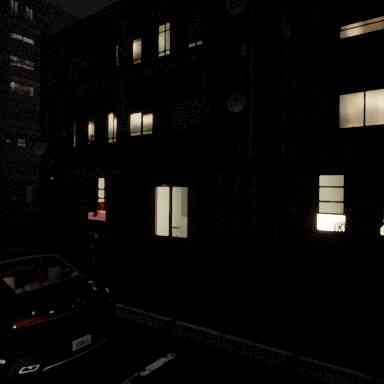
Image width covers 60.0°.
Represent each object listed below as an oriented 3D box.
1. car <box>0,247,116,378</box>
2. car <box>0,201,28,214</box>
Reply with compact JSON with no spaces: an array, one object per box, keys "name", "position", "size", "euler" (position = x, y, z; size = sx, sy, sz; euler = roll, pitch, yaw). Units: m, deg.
[{"name":"car","position":[-3.084,1.549,5.215],"size":[4.403,1.369,2.008],"euler":[0,1,36]},{"name":"car","position":[-20.160,1.690,36.052],"size":[1.994,1.385,4.181],"euler":[1,0,36]}]
